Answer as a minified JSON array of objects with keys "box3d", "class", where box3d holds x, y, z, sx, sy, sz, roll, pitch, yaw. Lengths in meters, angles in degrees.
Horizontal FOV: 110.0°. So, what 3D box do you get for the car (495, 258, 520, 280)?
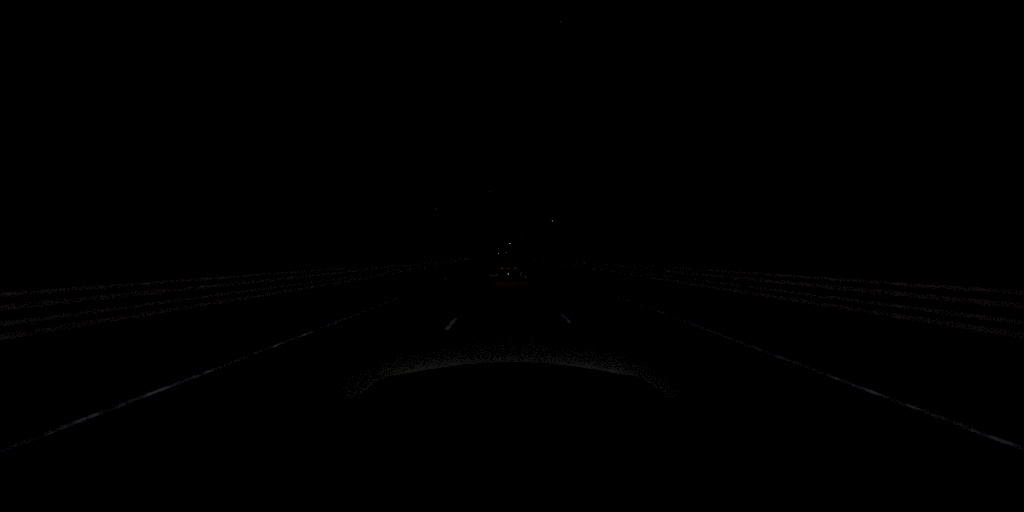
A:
[{"box3d":[-0.340,1.204,30.733,2.128,1.511,4.902,0,0,-2],"class":"car"}]
